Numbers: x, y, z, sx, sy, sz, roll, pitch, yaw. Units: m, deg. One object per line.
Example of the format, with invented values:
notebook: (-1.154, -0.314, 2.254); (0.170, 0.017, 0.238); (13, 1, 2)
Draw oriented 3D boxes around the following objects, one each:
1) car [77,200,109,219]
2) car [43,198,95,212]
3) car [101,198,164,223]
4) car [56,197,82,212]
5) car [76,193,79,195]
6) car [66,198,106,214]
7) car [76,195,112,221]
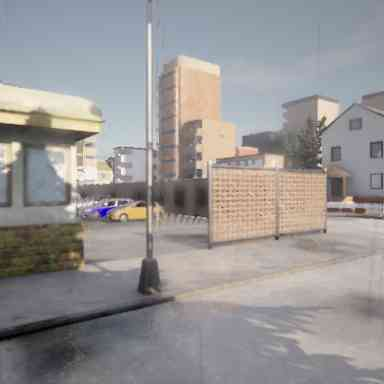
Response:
car: (-8.270, 1.423, 27.749); (2.207, 1.379, 1.481); (0, 0, -36)
car: (-14.094, 1.441, 38.283); (5.357, 1.415, 2.033); (0, 0, -36)
car: (-4.094, 1.383, 24.217); (4.193, 1.474, 1.816); (0, 0, -36)
car: (-14.092, 1.370, 38.006); (1.789, 1.547, 3.705); (0, 0, -36)
car: (-8.823, 1.211, 30.010); (3.866, 1.878, 1.905); (0, 0, -36)
car: (-11.040, 1.378, 34.714); (3.633, 1.501, 1.845); (0, 0, -36)
car: (-6.536, 1.317, 26.370); (4.611, 1.667, 2.242); (0, 0, -36)
